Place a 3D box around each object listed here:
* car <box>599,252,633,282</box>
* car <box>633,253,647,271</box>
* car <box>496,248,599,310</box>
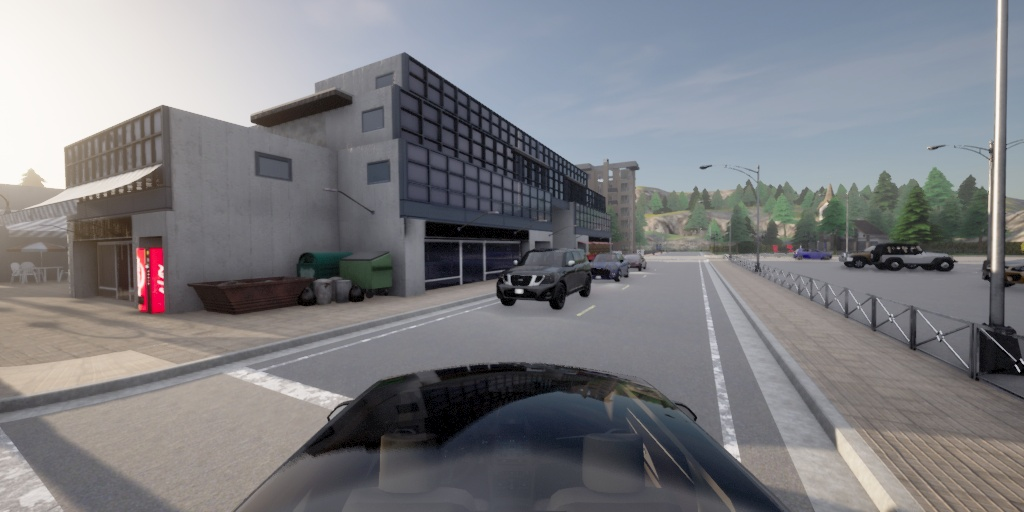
[{"bbox_3d":[6.003,0.591,22.638,2.097,1.767,4.553,0,1,27],"label":"car"},{"bbox_3d":[10.701,0.506,31.728,1.812,1.442,4.674,0,1,28],"label":"car"},{"bbox_3d":[1.491,0.709,13.897,2.150,2.045,5.566,0,1,27],"label":"car"}]
